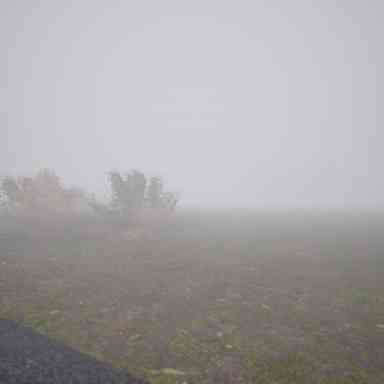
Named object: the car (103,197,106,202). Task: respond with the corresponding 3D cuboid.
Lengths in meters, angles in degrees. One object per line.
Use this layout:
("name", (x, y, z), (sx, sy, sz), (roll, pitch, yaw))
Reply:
("car", (-17.321, 1.787, 68.443), (1.882, 1.535, 5.008), (-1, -1, 36))
